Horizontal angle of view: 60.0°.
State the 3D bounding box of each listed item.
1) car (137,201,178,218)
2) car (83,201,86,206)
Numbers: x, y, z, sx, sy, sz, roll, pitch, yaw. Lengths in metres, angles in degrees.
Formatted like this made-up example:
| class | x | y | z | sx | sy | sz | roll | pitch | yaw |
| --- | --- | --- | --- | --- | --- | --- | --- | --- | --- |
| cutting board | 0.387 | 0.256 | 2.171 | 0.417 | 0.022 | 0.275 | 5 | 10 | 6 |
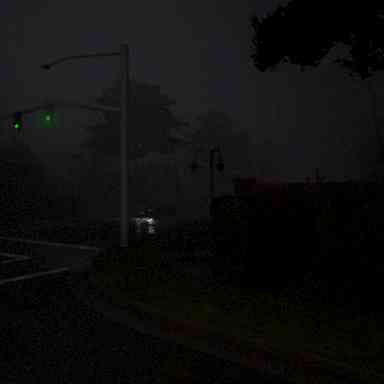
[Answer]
| class | x | y | z | sx | sy | sz | roll | pitch | yaw |
| --- | --- | --- | --- | --- | --- | --- | --- | --- | --- |
| car | -3.166 | 1.605 | 31.791 | 1.812 | 1.442 | 4.674 | 0 | 0 | 35 |
| car | -15.636 | 1.311 | 43.279 | 3.806 | 1.475 | 1.970 | 0 | 0 | 36 |
